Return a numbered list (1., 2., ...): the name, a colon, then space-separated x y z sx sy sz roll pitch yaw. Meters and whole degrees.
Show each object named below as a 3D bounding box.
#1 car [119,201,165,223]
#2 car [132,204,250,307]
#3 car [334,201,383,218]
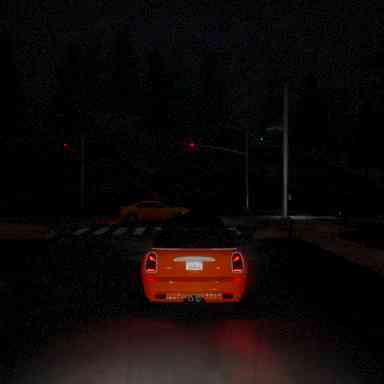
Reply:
1. car: -2.641 1.370 23.594 5.008 1.535 1.882 0 1 0
2. car: 0.050 1.352 8.115 2.097 1.767 4.553 0 0 0
3. car: 14.342 1.438 27.357 4.718 1.301 1.895 0 0 0
